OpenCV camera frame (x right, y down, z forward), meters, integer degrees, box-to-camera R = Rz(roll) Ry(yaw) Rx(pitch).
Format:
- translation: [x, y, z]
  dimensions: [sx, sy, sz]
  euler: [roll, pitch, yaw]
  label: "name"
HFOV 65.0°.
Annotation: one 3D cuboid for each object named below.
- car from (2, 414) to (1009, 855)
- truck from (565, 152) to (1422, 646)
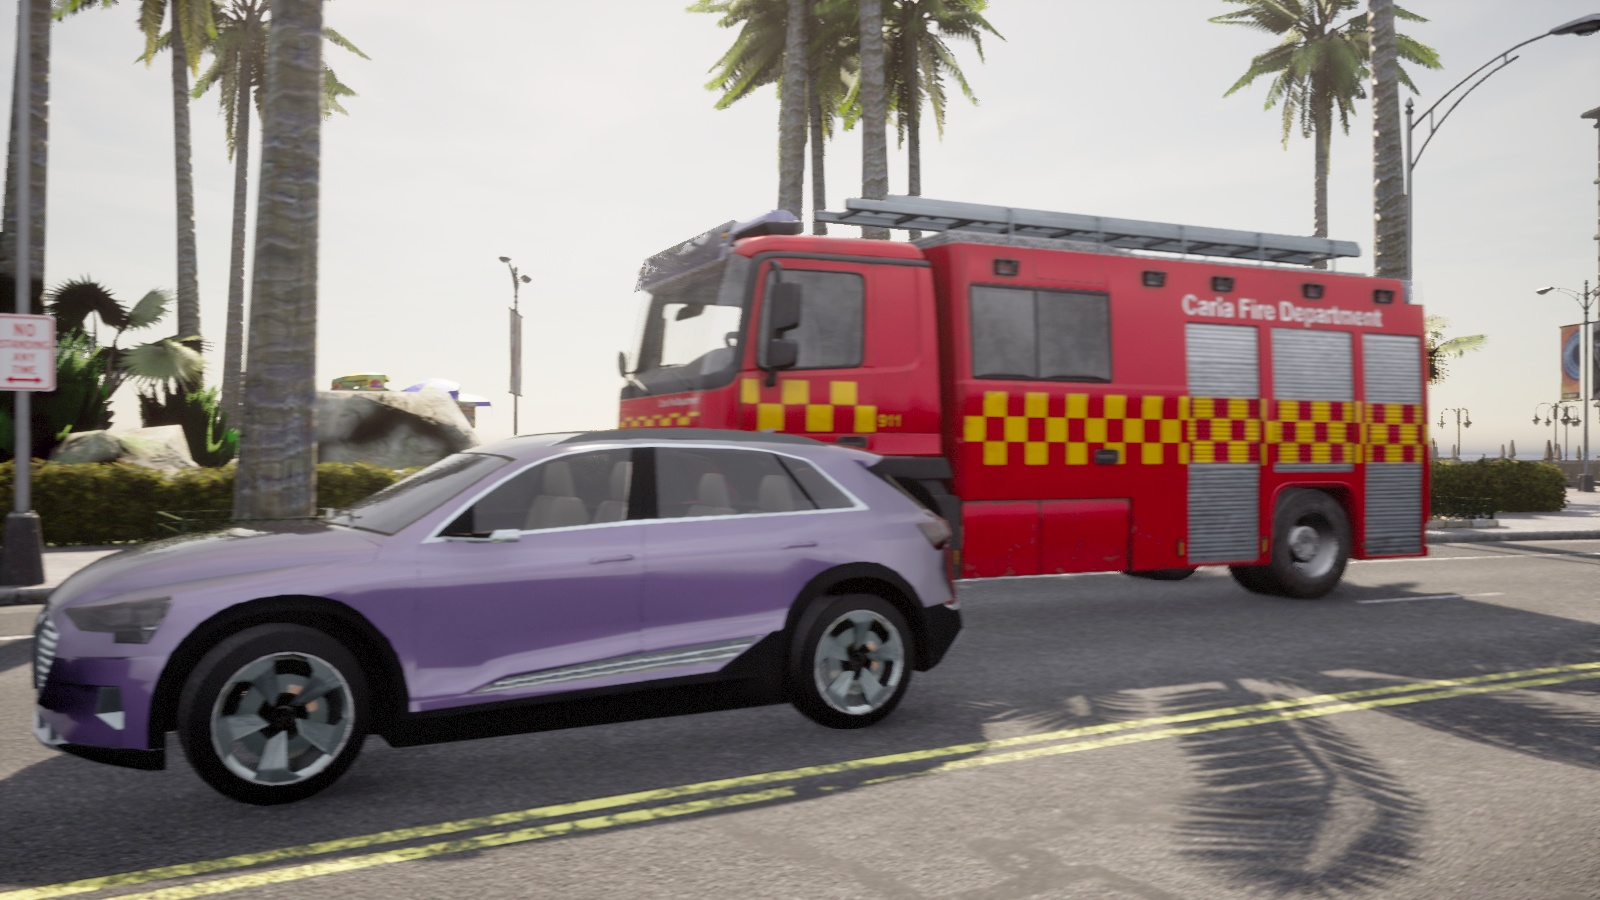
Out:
- translation: [-1.416, 0.693, 6.812]
  dimensions: [4.856, 1.649, 2.033]
  euler: [0, 0, -31]
  label: "car"
- translation: [2.144, -0.395, 12.833]
  dimensions: [8.468, 3.827, 2.891]
  euler: [0, 0, -25]
  label: "truck"
